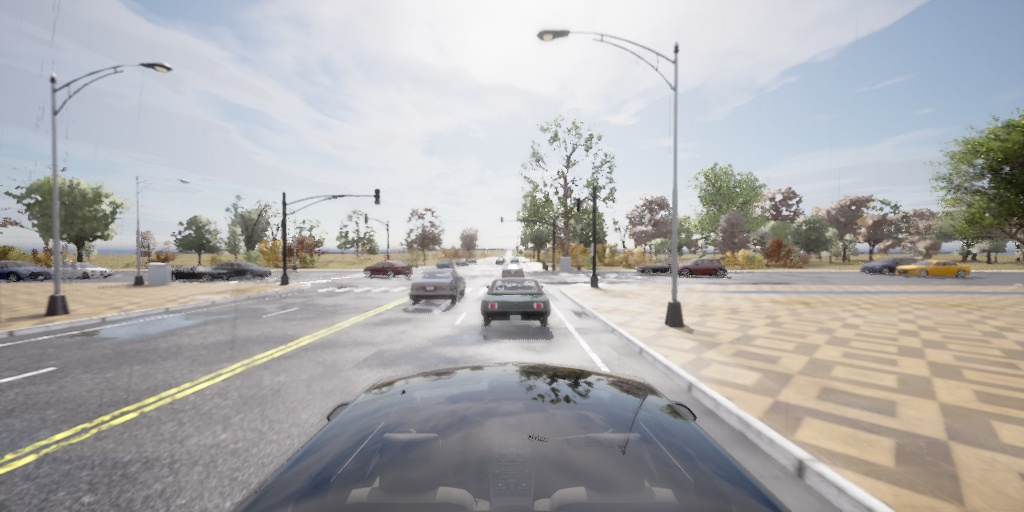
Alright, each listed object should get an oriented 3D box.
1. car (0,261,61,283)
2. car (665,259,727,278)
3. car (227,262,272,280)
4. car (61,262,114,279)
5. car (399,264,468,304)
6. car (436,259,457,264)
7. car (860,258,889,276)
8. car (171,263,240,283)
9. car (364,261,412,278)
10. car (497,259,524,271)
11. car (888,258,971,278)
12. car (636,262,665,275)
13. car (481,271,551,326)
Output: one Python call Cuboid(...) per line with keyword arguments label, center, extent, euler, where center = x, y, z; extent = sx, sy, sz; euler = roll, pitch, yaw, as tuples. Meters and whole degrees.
Cuboid(label="car", center=(-40.103, 1.183, 28.917), extent=(4.553, 1.767, 2.097), euler=(0, 1, 3))
Cuboid(label="car", center=(16.783, 1.025, 32.489), extent=(4.553, 1.767, 2.097), euler=(0, 1, 3))
Cuboid(label="car", center=(-23.728, 1.268, 31.441), extent=(4.892, 1.490, 1.837), euler=(0, 1, 3))
Cuboid(label="car", center=(-38.575, 1.302, 32.105), extent=(4.674, 1.442, 1.812), euler=(1, 1, 3))
Cuboid(label="car", center=(-3.201, 1.282, 16.185), extent=(2.033, 1.411, 5.357), euler=(0, 0, -2))
Cuboid(label="car", center=(-9.700, 1.161, 52.116), extent=(1.882, 1.535, 5.008), euler=(0, 0, 1))
Cuboid(label="car", center=(36.795, 0.952, 34.777), extent=(4.553, 1.767, 2.097), euler=(0, 1, 3))
Cuboid(label="car", center=(-24.676, 1.418, 28.231), extent=(4.718, 1.301, 1.895), euler=(0, 1, 3))
Cuboid(label="car", center=(-11.461, 1.196, 33.073), extent=(5.008, 1.535, 1.882), euler=(0, 0, 29))
Cuboid(label="car", center=(0.041, 1.287, 30.212), extent=(2.033, 1.411, 5.357), euler=(0, 1, 0))
Cuboid(label="car", center=(36.894, 1.130, 31.522), extent=(5.008, 1.535, 1.882), euler=(0, 1, 3))
Cuboid(label="car", center=(14.923, 1.222, 35.835), extent=(4.718, 1.301, 1.895), euler=(0, 1, 3))
Cuboid(label="car", center=(0.103, 1.341, 11.647), extent=(1.895, 1.301, 4.718), euler=(0, 0, 0))
